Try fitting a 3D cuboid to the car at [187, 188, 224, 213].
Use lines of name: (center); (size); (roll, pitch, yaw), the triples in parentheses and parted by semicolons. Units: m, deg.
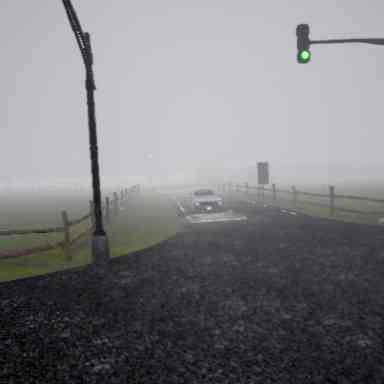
car: (0.724, 0.454, 22.129); (2.033, 1.411, 5.357); (-3, 3, -6)
